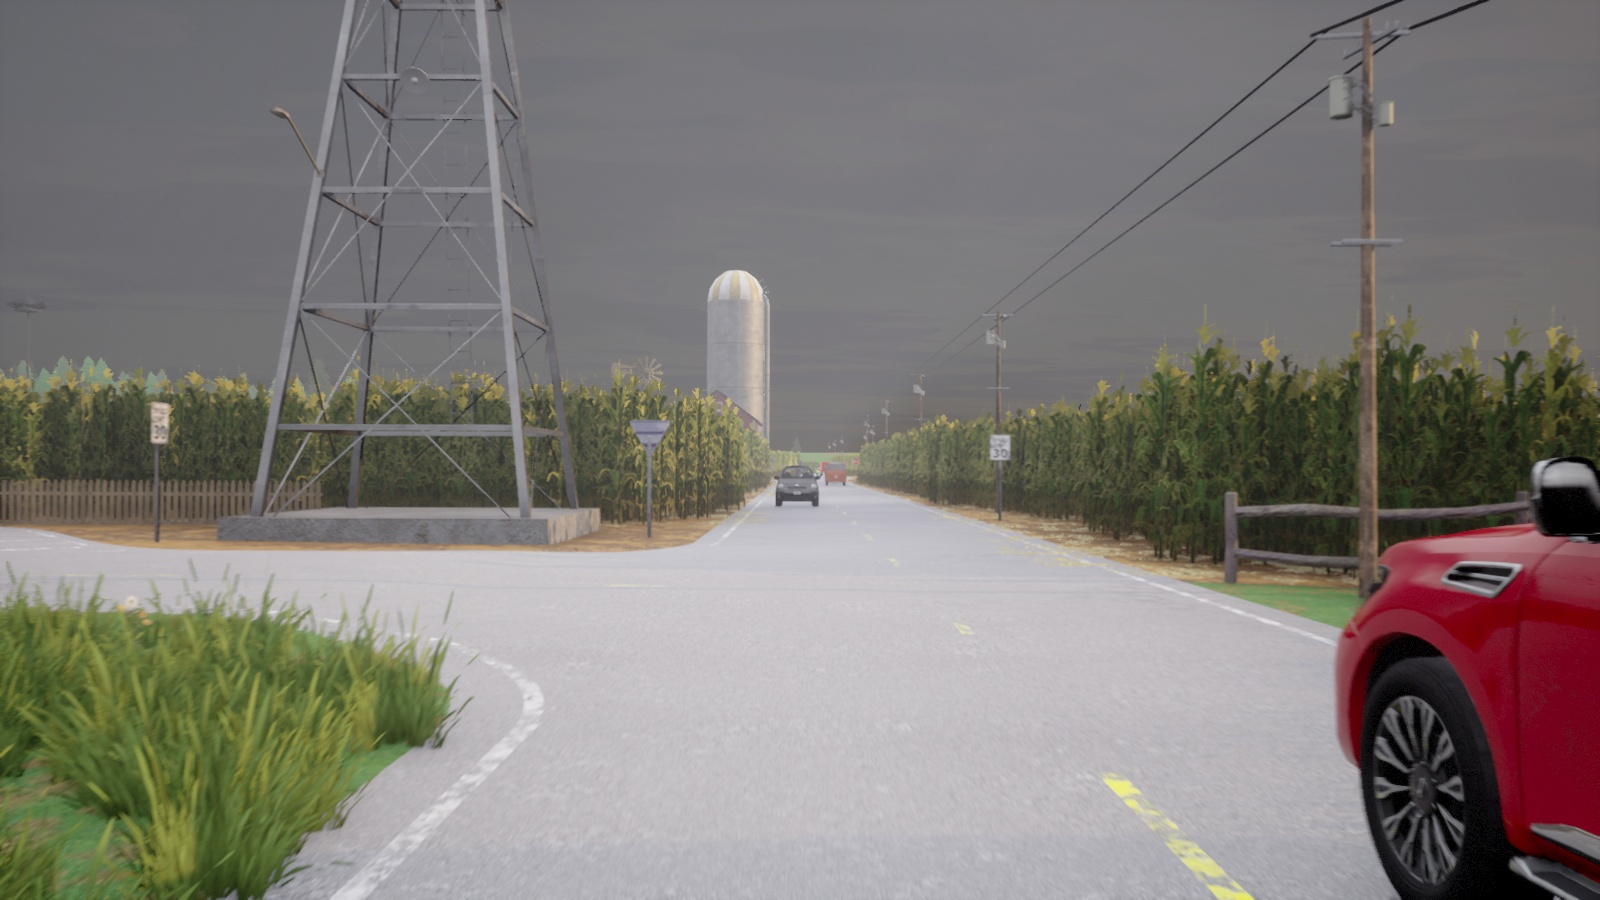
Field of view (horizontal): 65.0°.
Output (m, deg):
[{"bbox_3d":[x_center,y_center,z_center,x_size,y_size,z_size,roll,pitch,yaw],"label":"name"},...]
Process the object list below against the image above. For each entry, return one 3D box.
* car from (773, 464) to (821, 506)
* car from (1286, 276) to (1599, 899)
[{"bbox_3d":[-0.106,1.385,50.331,1.851,1.617,3.988,0,-1,0],"label":"car"},{"bbox_3d":[3.190,0.553,2.645,2.150,2.045,5.566,0,-1,0],"label":"car"}]
